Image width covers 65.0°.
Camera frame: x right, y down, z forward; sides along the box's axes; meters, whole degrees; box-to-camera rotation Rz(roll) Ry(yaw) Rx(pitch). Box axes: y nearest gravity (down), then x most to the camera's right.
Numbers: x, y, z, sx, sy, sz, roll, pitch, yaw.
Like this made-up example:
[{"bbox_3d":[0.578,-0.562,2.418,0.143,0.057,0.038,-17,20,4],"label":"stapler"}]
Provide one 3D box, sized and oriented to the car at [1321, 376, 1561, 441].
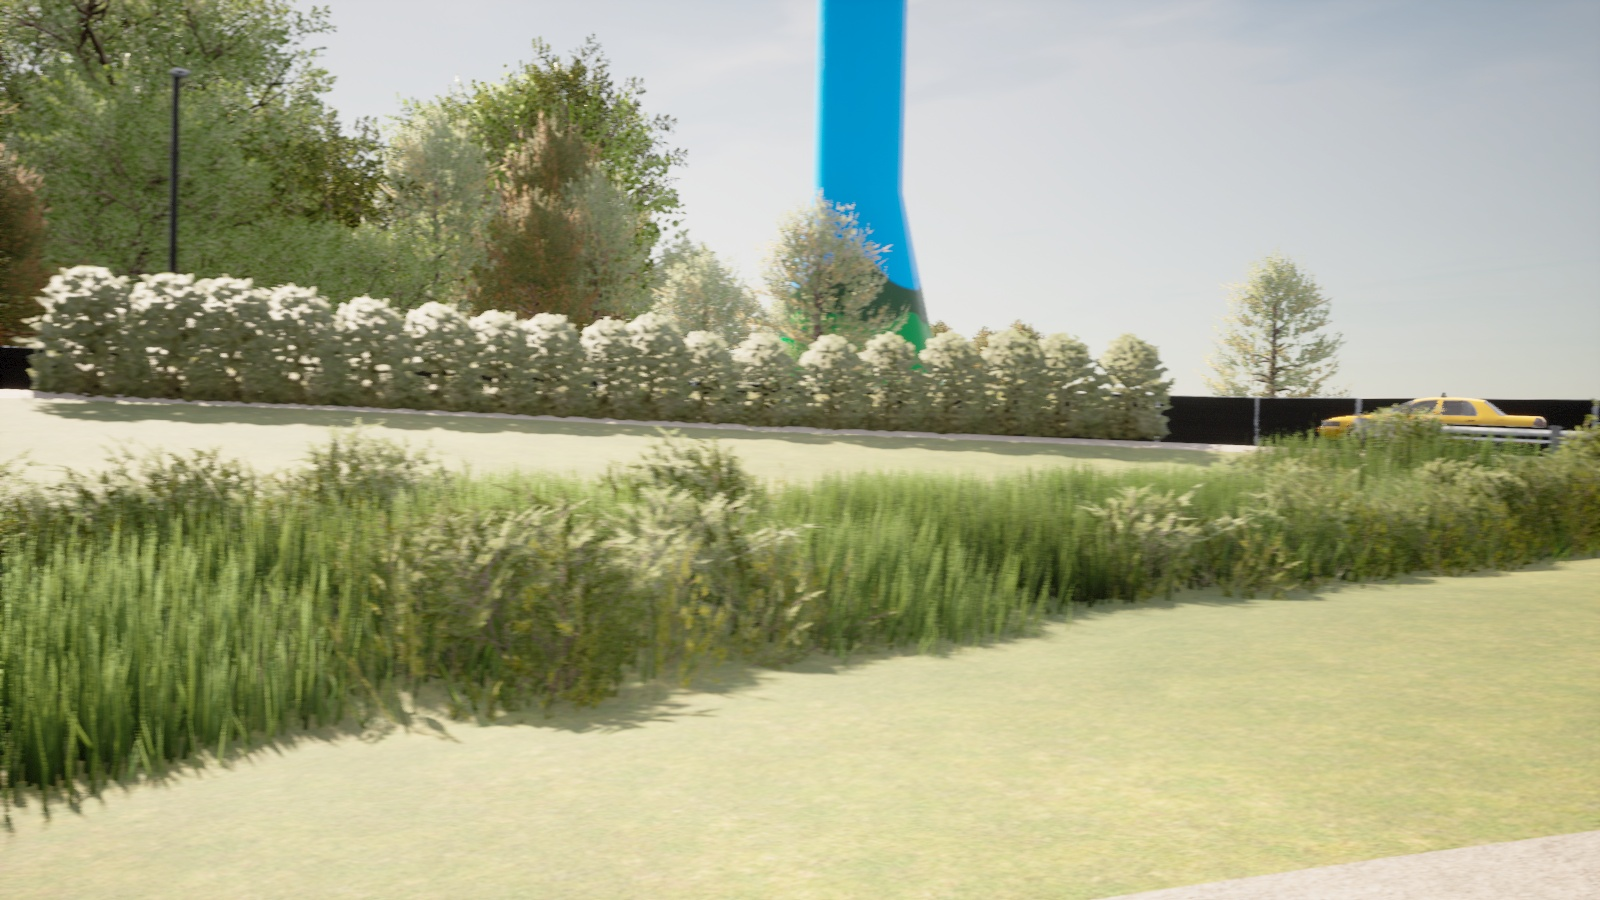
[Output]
[{"bbox_3d":[16.505,-1.074,32.463,5.366,1.575,1.801,2,1,32],"label":"car"}]
